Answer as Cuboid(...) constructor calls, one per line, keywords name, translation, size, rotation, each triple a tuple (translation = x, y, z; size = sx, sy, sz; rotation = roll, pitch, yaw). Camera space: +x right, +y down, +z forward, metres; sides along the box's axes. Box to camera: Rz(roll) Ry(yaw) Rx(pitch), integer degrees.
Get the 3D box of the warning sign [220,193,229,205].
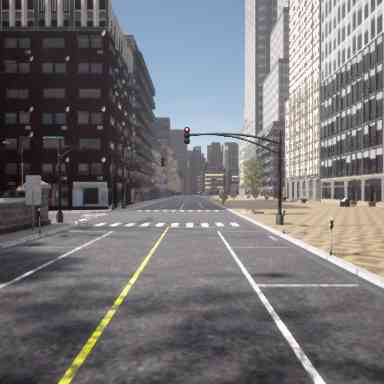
Cuboid(name="warning sign", translation=(5.071, 1.144, 52.213), size=(1.300, 1.860, 1.060), rotation=(0, 0, 0))
